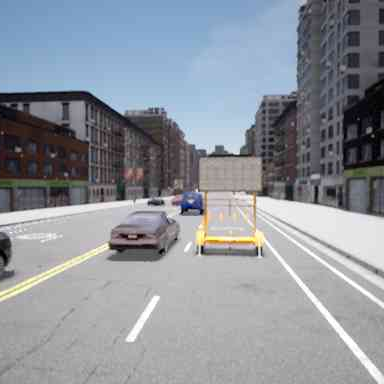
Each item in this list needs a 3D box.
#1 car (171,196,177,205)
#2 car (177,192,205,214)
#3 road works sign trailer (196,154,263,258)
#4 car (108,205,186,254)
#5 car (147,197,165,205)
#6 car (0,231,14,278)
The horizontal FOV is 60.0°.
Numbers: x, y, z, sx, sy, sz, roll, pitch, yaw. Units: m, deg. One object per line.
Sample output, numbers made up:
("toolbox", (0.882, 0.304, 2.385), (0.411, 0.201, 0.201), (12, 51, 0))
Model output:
("car", (-1.833, 1.274, 48.517), (1.882, 1.535, 5.008), (0, 0, 5))
("car", (0.165, 1.066, 32.943), (2.150, 2.045, 5.566), (0, 0, 5))
("road works sign trailer", (1.439, 0.400, 12.523), (2.380, 3.560, 2.880), (0, 0, 8))
("car", (-1.683, 1.476, 13.257), (2.033, 1.411, 5.357), (0, 0, 5))
("car", (-5.147, 1.395, 48.011), (1.895, 1.301, 4.718), (0, 0, 5))
("car", (-5.756, 1.447, 6.734), (2.128, 1.511, 4.902), (0, 0, 5))
